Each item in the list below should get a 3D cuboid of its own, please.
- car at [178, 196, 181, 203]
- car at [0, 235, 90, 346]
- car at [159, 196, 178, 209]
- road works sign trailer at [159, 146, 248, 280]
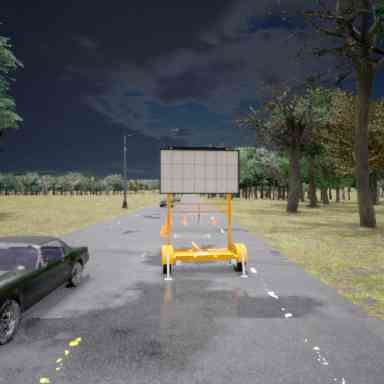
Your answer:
[{"bbox_3d":[-3.469,1.656,73.916,1.994,1.385,4.181,0,0,0],"label":"car"},{"bbox_3d":[-3.596,1.598,6.448,1.895,1.301,4.718,0,0,0],"label":"car"},{"bbox_3d":[-3.580,1.581,47.568,2.033,1.411,5.357,0,0,0],"label":"car"},{"bbox_3d":[0.200,0.461,10.005,2.380,3.560,2.880,0,0,-8],"label":"road works sign trailer"}]
